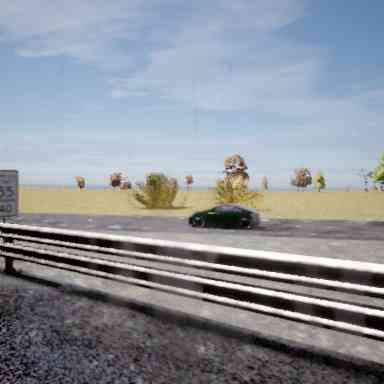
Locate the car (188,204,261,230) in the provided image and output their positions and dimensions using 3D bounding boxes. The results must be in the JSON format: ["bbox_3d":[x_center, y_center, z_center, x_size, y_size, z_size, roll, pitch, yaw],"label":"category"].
[{"bbox_3d":[1.892,1.388,19.487,4.181,1.385,1.994,0,0,19],"label":"car"}]
